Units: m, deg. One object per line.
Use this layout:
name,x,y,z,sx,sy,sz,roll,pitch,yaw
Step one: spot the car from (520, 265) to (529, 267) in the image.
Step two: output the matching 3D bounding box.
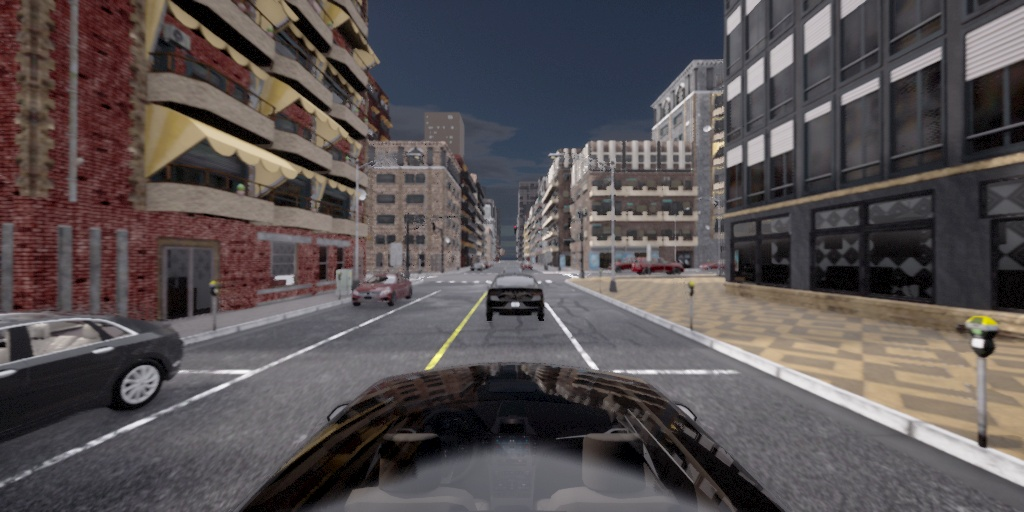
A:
car,0.076,1.547,25.453,1.895,1.301,4.718,0,0,-1

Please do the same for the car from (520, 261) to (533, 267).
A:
car,2.673,1.722,64.097,1.967,1.591,4.097,0,0,0

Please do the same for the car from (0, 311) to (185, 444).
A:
car,-5.691,1.315,3.472,2.007,1.370,4.403,0,0,0

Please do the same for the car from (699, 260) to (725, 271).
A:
car,25.655,1.181,44.856,4.207,1.307,1.802,0,0,0

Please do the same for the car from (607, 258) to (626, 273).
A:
car,14.563,1.120,44.755,5.009,1.841,2.192,0,0,0

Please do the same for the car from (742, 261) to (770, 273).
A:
car,25.794,1.110,36.477,4.313,1.339,1.948,0,0,0

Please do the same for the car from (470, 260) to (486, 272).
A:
car,-5.706,1.797,58.410,1.948,1.339,4.313,0,0,0

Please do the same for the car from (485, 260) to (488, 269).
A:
car,-5.707,1.807,63.923,1.751,1.417,4.829,0,0,0

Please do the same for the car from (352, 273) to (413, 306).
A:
car,-5.745,1.452,16.389,1.802,1.307,4.207,0,0,0

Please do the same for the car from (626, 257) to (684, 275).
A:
car,14.700,1.065,36.376,5.009,1.841,2.192,0,0,0

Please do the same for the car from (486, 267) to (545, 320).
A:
car,0.098,1.322,13.139,1.882,1.535,5.008,0,-1,0
